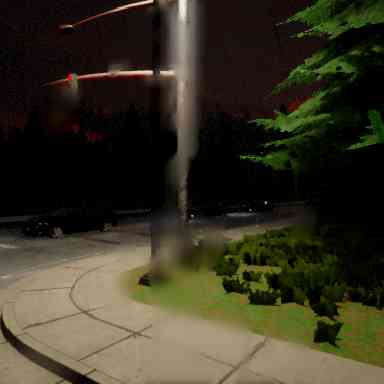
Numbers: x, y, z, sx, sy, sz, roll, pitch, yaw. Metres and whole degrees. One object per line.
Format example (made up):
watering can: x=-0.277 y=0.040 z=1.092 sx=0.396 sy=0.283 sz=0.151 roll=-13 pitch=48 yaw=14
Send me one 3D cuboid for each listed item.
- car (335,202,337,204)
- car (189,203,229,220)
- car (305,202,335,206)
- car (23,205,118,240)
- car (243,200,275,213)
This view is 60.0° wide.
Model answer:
car: x=22.682 y=1.465 z=51.394 sx=2.128 sy=1.511 sz=4.902 roll=0 pitch=0 yaw=37
car: x=1.276 y=1.574 z=28.134 sx=1.895 sy=1.301 sz=4.718 roll=0 pitch=0 yaw=35
car: x=16.379 y=1.195 z=42.928 sx=2.150 sy=2.045 sz=5.566 roll=0 pitch=0 yaw=36
car: x=-6.166 y=1.451 z=17.359 sx=1.882 sy=1.535 sz=5.008 roll=0 pitch=0 yaw=35
car: x=7.477 y=1.574 z=36.954 sx=1.895 sy=1.301 sz=4.718 roll=0 pitch=0 yaw=36
